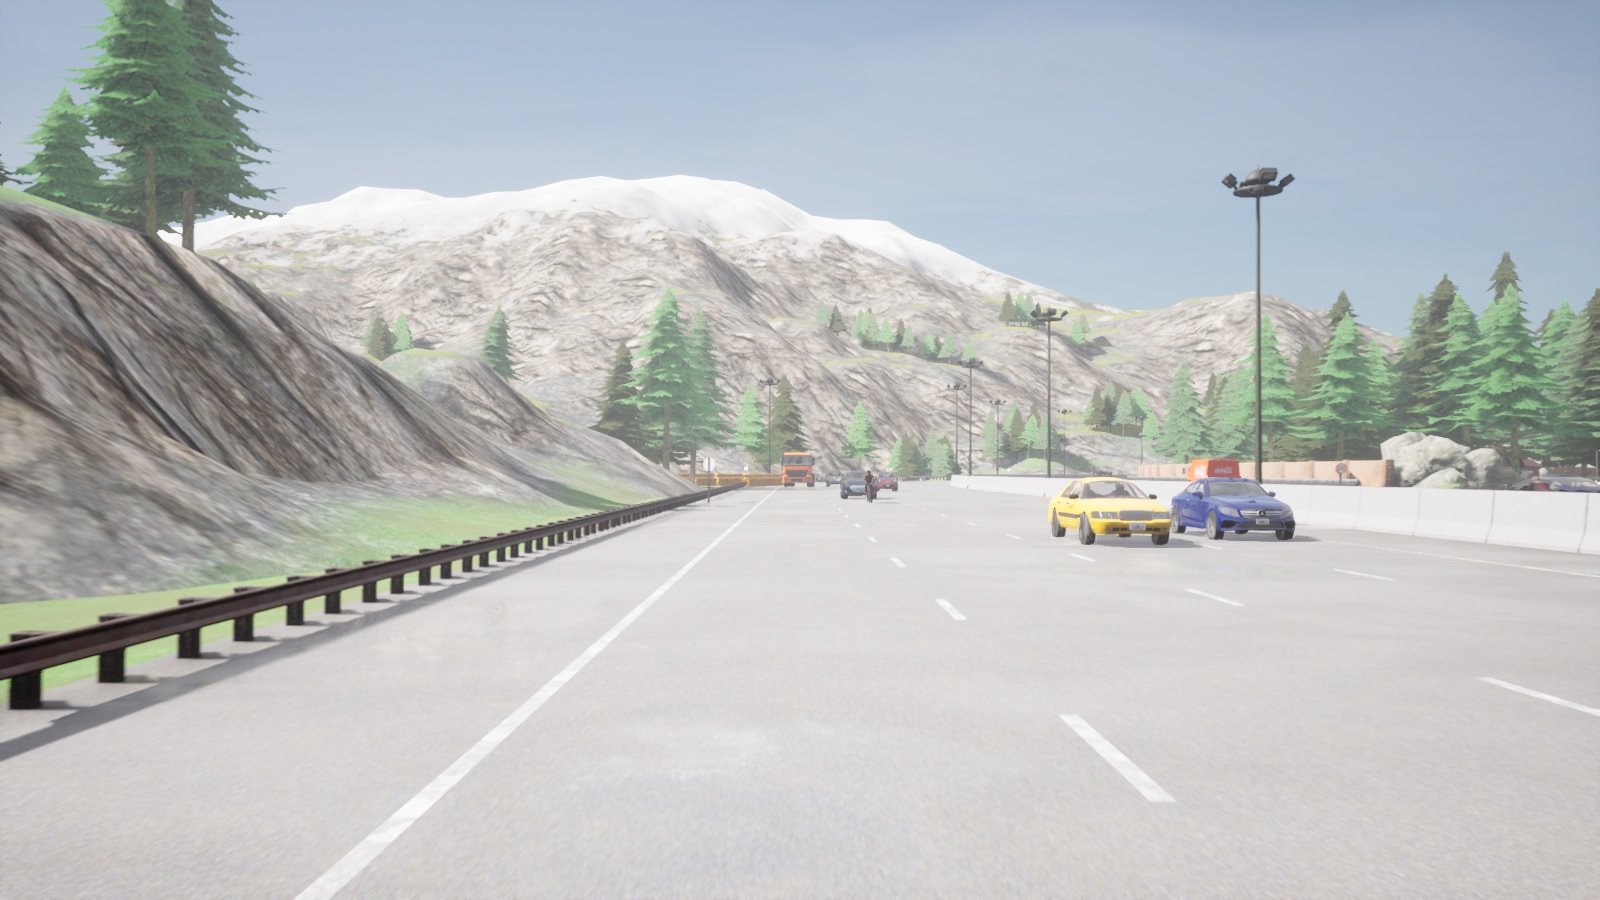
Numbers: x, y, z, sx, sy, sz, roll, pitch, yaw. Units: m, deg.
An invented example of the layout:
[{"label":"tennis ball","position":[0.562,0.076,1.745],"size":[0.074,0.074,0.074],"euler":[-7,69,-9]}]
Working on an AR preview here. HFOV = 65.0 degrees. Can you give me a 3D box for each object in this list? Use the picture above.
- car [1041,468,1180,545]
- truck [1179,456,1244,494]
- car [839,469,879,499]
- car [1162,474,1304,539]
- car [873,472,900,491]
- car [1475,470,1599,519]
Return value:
[{"label":"car","position":[6.930,1.205,28.613],"size":[1.801,1.575,5.366],"euler":[0,-1,0]},{"label":"truck","position":[27.792,1.646,85.024],"size":[2.627,2.467,5.204],"euler":[0,-1,0]},{"label":"car","position":[3.327,1.926,71.340],"size":[2.033,1.649,4.856],"euler":[0,-1,0]},{"label":"car","position":[10.426,1.311,30.603],"size":[1.812,1.442,4.674],"euler":[0,-1,0]},{"label":"car","position":[6.762,2.448,98.297],"size":[1.845,1.501,3.633],"euler":[0,-1,0]},{"label":"car","position":[24.400,1.403,40.968],"size":[2.163,1.488,4.792],"euler":[0,-1,0]}]
